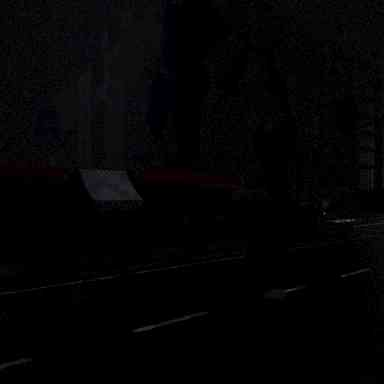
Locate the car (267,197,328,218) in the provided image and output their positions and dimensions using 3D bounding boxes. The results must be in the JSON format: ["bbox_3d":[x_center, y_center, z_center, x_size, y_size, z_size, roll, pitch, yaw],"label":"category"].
[{"bbox_3d":[9.101,1.449,28.367,1.837,1.490,4.892,0,0,-36],"label":"car"}]

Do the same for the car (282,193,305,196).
[{"bbox_3d":[17.114,1.114,57.705,1.905,1.878,3.866,0,0,-36],"label":"car"}]

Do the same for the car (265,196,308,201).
[{"bbox_3d":[9.047,1.449,34.425,1.837,1.490,4.892,0,0,-36],"label":"car"}]
